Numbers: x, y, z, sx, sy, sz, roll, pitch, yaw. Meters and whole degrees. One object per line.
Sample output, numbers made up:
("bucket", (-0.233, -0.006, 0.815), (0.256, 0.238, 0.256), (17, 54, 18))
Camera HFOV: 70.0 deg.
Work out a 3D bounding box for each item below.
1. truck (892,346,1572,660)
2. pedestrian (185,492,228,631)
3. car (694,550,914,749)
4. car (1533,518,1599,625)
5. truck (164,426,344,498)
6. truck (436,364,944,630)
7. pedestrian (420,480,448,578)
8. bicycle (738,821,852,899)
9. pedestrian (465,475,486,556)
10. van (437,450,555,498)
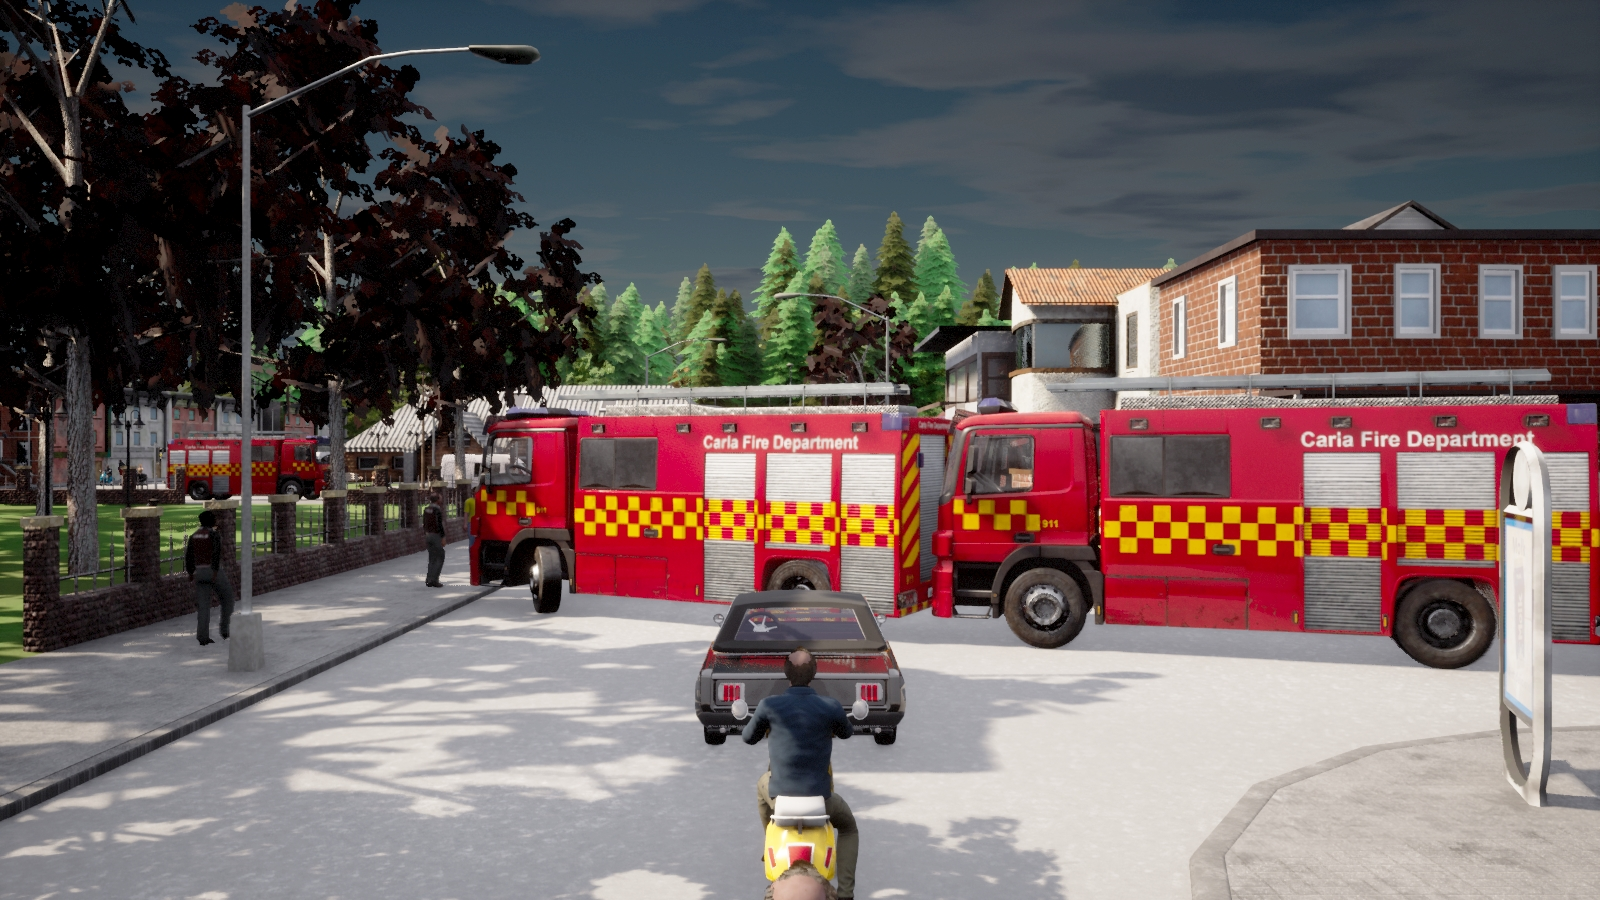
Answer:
("truck", (5.803, 0.661, 16.586), (8.468, 3.827, 2.891), (0, 0, 18))
("pedestrian", (-8.125, 1.518, 15.651), (0.375, 1.860, 0.375), (0, 0, 8))
("car", (0.033, 1.930, 12.217), (1.895, 1.301, 4.718), (0, 0, 0))
("car", (14.181, 1.835, 17.290), (4.792, 1.488, 2.163), (0, 0, 0))
("truck", (-29.853, 0.645, 62.699), (8.468, 3.827, 2.891), (0, 0, 1))
("truck", (-2.039, 0.664, 19.658), (8.468, 3.827, 2.891), (0, 0, 27))
("pedestrian", (-7.048, 1.513, 22.000), (0.375, 1.860, 0.375), (0, 0, 41))
("bicycle", (-0.015, 1.938, 3.086), (0.329, 1.271, 1.835), (0, 0, 0))
("pedestrian", (-7.596, 1.514, 26.723), (0.375, 1.860, 0.375), (0, 0, -32))
("van", (-16.613, 1.289, 62.612), (5.915, 2.561, 1.988), (0, 0, 0))
